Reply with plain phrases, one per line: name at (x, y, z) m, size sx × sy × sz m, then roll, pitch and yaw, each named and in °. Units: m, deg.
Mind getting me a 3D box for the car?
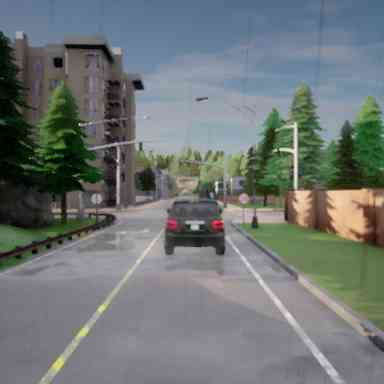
car at (0.103, 1.253, 13.589) m, size 2.150 × 2.045 × 5.566 m, roll 0°, pitch 0°, yaw 0°
